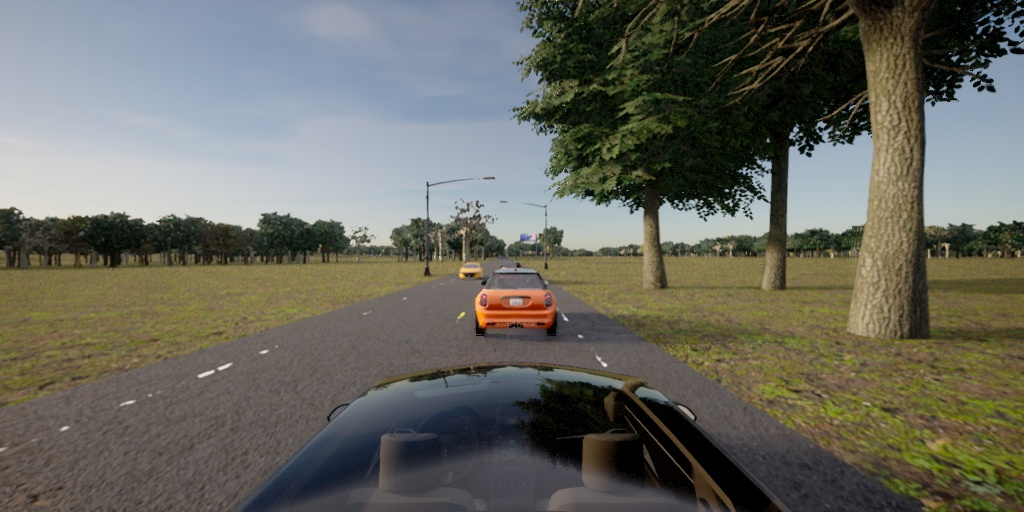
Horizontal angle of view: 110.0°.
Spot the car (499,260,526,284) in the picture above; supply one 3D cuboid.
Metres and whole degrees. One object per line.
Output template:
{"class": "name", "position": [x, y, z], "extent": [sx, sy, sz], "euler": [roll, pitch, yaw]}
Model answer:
{"class": "car", "position": [0.040, 1.252, 29.663], "extent": [2.097, 1.767, 4.553], "euler": [0, 0, 1]}

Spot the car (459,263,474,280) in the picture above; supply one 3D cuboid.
{"class": "car", "position": [-3.681, 1.389, 33.219], "extent": [1.882, 1.535, 5.008], "euler": [0, 0, 0]}

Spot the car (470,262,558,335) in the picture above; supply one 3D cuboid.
{"class": "car", "position": [0.099, 1.154, 10.828], "extent": [2.097, 1.767, 4.553], "euler": [0, 0, 0]}
